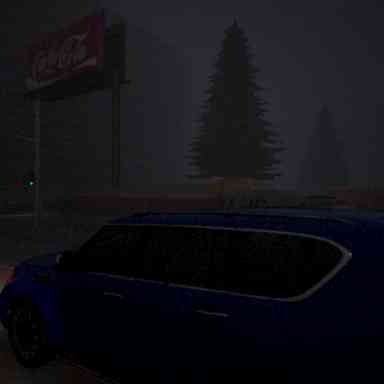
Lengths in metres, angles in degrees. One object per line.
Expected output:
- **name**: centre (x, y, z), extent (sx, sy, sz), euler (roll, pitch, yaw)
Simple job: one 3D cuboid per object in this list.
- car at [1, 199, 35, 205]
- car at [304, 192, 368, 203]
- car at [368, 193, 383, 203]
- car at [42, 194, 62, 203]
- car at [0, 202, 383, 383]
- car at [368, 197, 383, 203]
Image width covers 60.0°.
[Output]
- **car**: centre (-18.602, 1.526, 35.781), extent (1.812, 1.442, 4.674), euler (0, 0, 35)
- **car**: centre (9.169, 1.149, 22.010), extent (3.866, 1.878, 1.905), euler (0, 0, 35)
- **car**: centre (26.613, 1.285, 47.798), extent (3.988, 1.617, 1.851), euler (0, 0, 35)
- **car**: centre (-13.772, 1.221, 36.552), extent (2.150, 2.045, 5.566), euler (0, 0, 35)
- **car**: centre (-0.087, 1.215, 4.059), extent (5.566, 2.045, 2.150), euler (-1, -1, 36)
- **car**: centre (11.109, 1.338, 24.067), extent (4.193, 1.474, 1.816), euler (0, 0, 35)
